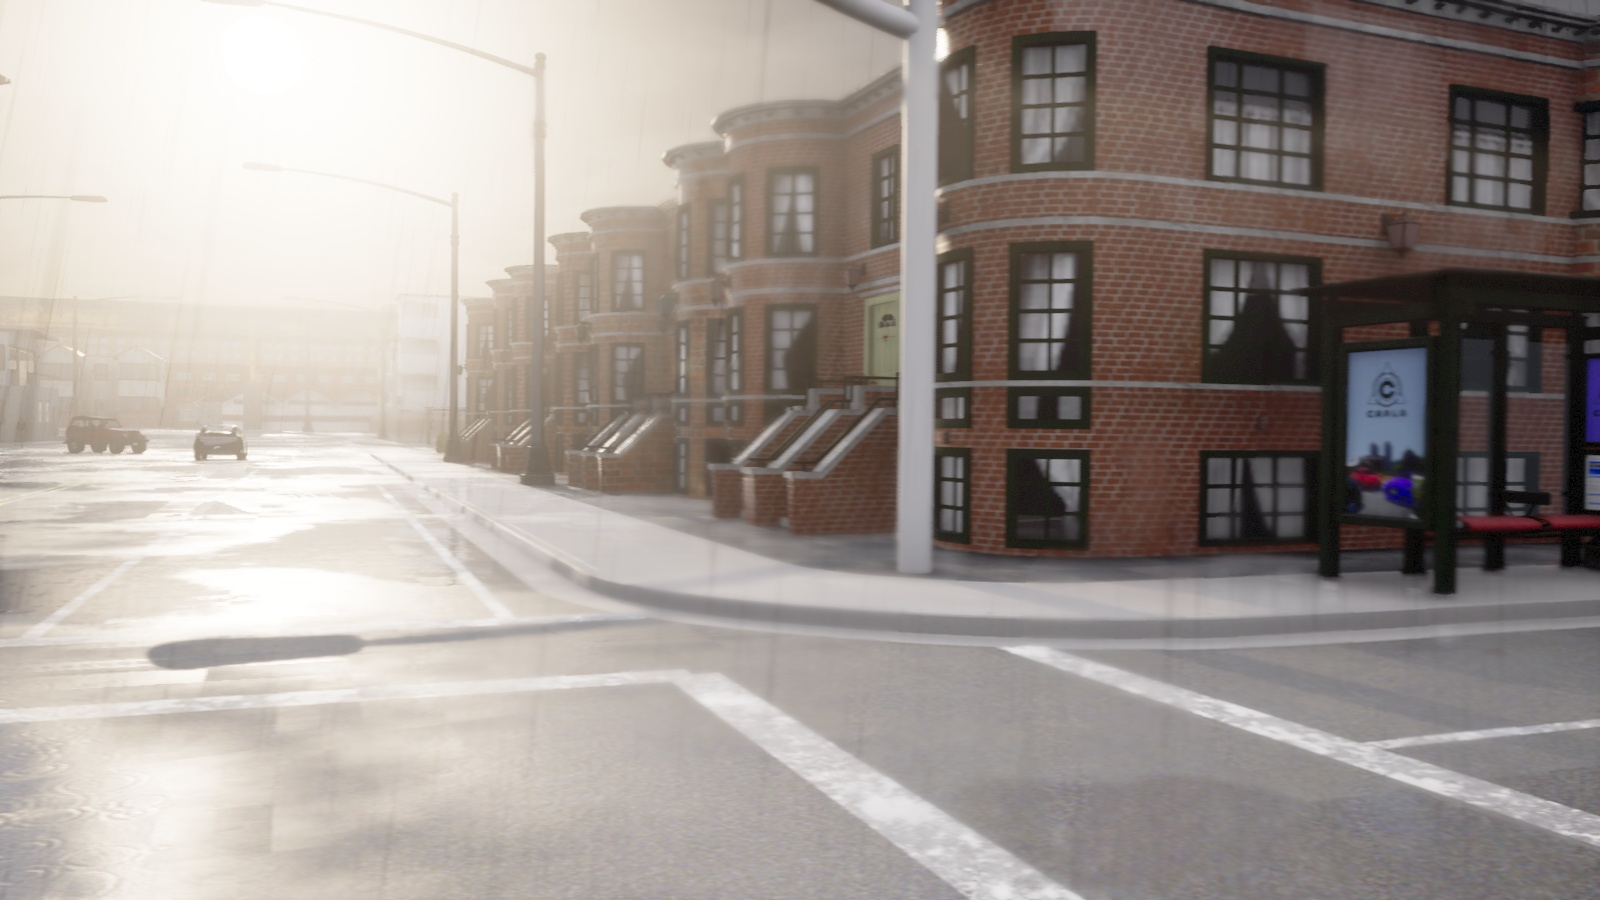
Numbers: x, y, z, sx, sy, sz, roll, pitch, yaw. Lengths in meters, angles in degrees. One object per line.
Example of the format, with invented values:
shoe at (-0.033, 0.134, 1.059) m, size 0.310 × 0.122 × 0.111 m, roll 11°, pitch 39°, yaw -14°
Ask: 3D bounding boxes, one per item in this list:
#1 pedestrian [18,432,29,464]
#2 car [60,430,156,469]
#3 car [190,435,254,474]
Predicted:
pedestrian at (-45.370, -0.120, 73.343) m, size 0.431 × 1.840 × 0.703 m, roll -1°, pitch 1°, yaw -26°
car at (-34.707, -0.025, 63.025) m, size 3.866 × 1.878 × 1.905 m, roll -1°, pitch 1°, yaw 12°
car at (-24.382, 0.154, 53.110) m, size 2.128 × 1.511 × 4.902 m, roll -1°, pitch 1°, yaw -21°
